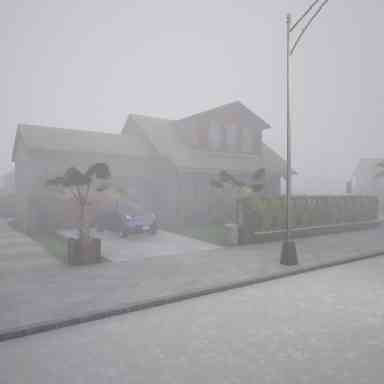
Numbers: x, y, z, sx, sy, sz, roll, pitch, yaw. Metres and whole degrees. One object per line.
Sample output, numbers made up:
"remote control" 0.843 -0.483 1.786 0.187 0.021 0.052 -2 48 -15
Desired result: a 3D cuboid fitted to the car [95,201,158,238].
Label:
"car" -3.041 1.174 15.278 1.845 1.501 3.633 0 0 -38
